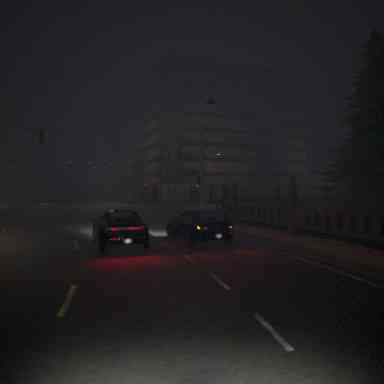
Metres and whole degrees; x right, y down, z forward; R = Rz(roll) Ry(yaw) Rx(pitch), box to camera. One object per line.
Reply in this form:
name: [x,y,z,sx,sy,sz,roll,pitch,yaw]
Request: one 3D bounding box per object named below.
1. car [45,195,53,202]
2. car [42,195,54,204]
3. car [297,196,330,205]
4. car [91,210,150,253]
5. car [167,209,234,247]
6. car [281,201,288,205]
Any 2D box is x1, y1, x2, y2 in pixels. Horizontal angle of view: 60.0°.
car: [-34.695,1.525,80.775,1.812,1.442,4.674,0,0,-23]
car: [-28.454,1.569,65.861,1.994,1.385,4.181,0,0,-23]
car: [18.248,1.237,48.393,4.553,1.767,2.097,0,0,-23]
car: [-3.042,1.480,13.763,2.128,1.511,4.902,0,0,-20]
car: [0.260,1.499,14.900,1.812,1.442,4.674,0,0,-20]
car: [15.767,1.397,51.139,4.892,1.490,1.837,0,0,-23]
